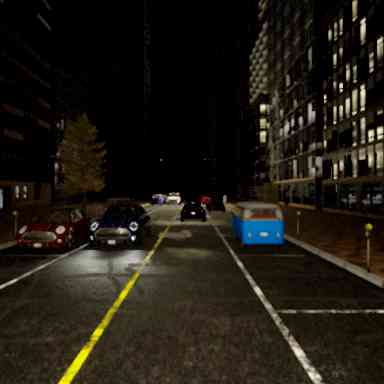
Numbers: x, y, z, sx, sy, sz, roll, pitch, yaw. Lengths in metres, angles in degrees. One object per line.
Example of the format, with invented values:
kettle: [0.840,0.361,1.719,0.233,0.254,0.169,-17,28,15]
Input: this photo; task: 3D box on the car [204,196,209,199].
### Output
car: [2.684,1.560,42.612,1.947,1.339,4.313,0,0,0]

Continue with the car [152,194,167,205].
car: [-5.698,1.298,59.616,2.192,1.841,5.009,0,0,0]

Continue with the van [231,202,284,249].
van: [2.687,1.341,14.270,1.690,1.788,3.998,0,0,0]

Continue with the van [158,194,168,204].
van: [-5.699,1.319,65.285,1.690,1.788,3.998,0,0,0]

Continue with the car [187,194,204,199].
car: [0.095,1.345,42.165,2.097,1.767,4.553,0,0,0]

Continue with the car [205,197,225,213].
car: [2.685,1.540,36.944,1.887,1.381,4.507,0,0,0]

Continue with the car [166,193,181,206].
car: [-3.068,1.204,56.191,2.150,2.045,5.566,0,0,1]

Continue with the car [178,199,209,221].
car: [0.096,1.562,27.058,1.994,1.385,4.181,0,0,0]

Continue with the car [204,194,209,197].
car: [2.682,1.565,59.617,1.802,1.307,4.206,0,0,0]

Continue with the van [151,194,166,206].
van: [-5.698,1.329,53.948,1.690,1.788,3.998,0,0,0]

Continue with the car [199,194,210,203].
car: [2.681,1.287,70.953,2.192,1.841,5.009,0,0,0]

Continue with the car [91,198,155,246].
car: [-3.102,1.352,15.123,2.097,1.767,4.553,0,0,0]

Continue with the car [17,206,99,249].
car: [-5.694,1.440,14.270,1.967,1.590,4.097,0,0,0]
